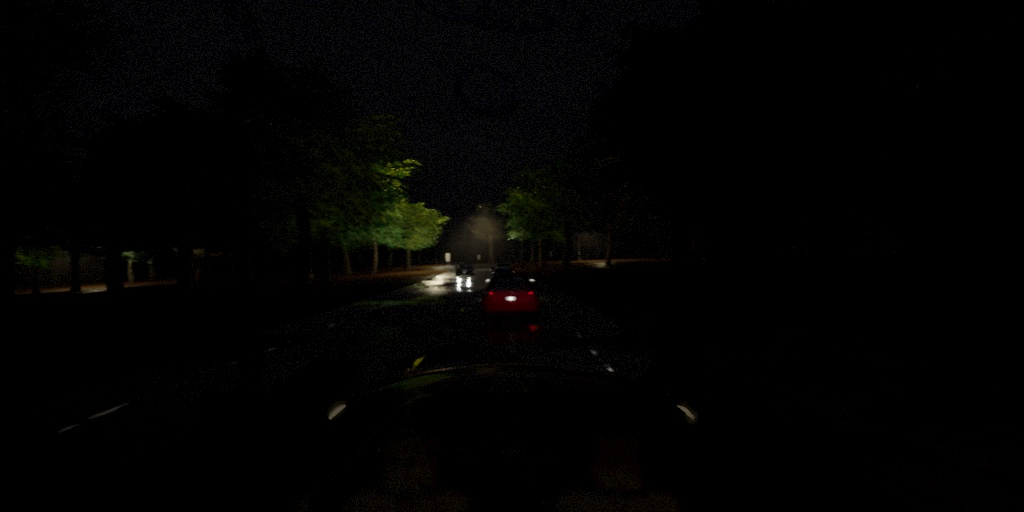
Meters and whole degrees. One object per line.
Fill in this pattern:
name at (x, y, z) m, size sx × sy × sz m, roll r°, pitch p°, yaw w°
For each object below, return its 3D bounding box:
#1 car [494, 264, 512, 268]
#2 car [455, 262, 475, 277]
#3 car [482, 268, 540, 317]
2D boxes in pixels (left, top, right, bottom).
car at (-0.732, 1.380, 30.049) m, size 1.812 × 1.442 × 4.674 m, roll 0°, pitch 0°, yaw -3°
car at (-5.125, 1.446, 39.565) m, size 2.128 × 1.511 × 4.902 m, roll 0°, pitch 0°, yaw -5°
car at (-0.073, 1.337, 13.446) m, size 1.994 × 1.385 × 4.181 m, roll 0°, pitch 0°, yaw -1°
